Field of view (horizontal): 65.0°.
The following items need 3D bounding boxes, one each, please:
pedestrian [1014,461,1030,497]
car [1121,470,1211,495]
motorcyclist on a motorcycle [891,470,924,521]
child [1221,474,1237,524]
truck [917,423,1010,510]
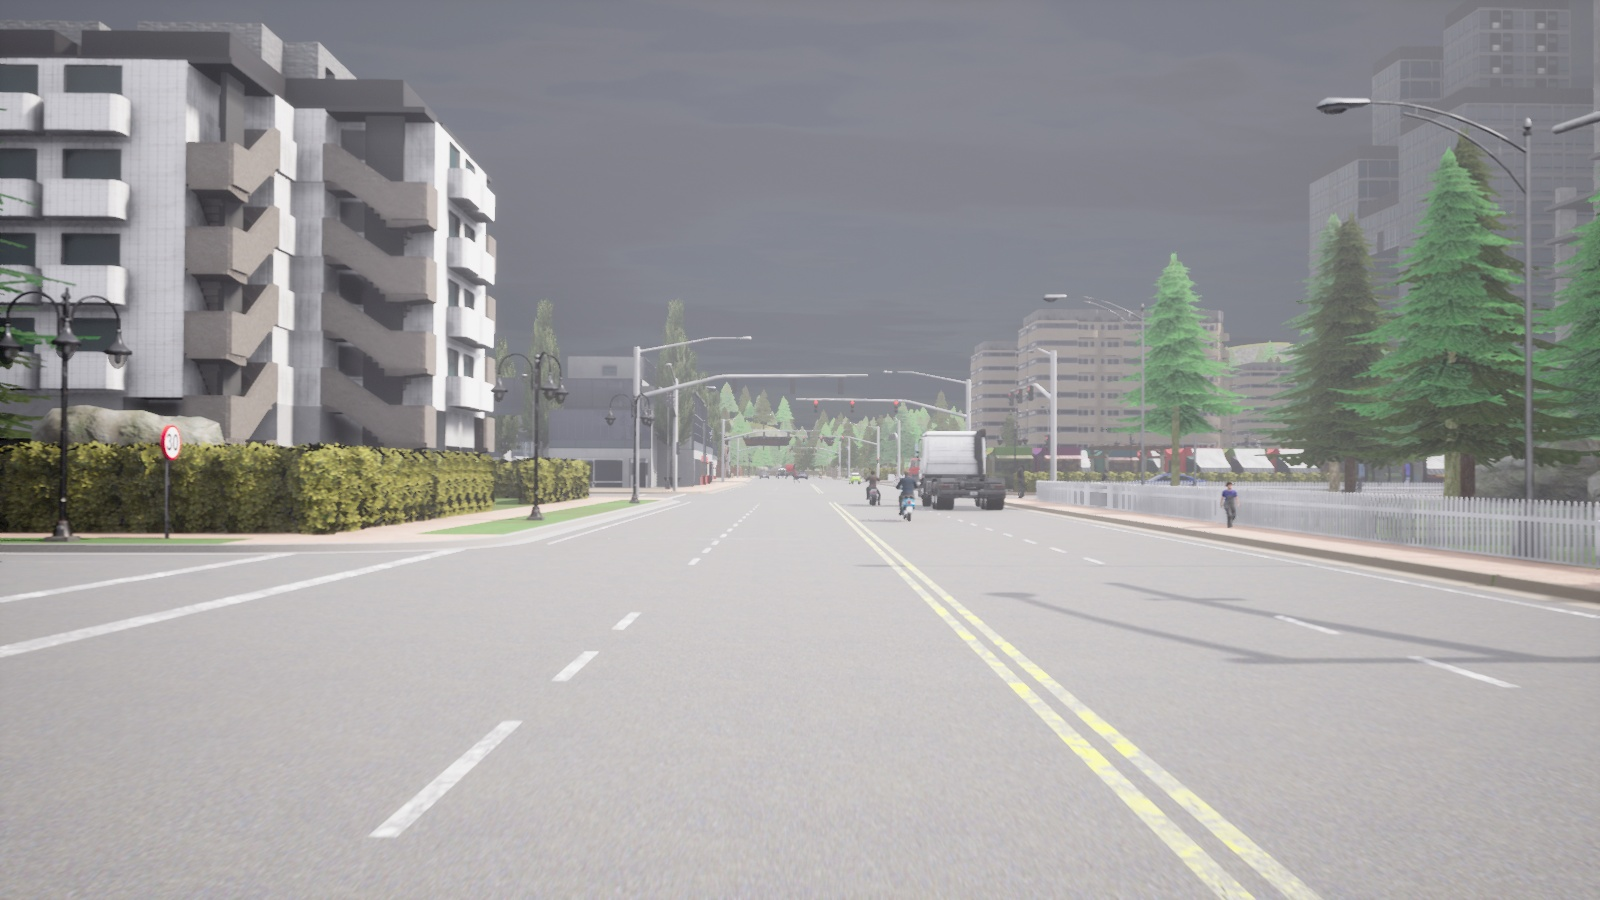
[{"bbox_3d":[11.612,1.528,65.789,0.720,1.854,0.376,0,-1,-20],"label":"pedestrian"},{"bbox_3d":[22.640,2.003,77.733,5.008,1.535,1.882,0,-1,-2],"label":"car"},{"bbox_3d":[3.402,1.422,39.901,0.866,1.590,1.817,0,-1,0],"label":"motorcyclist on a motorcycle"},{"bbox_3d":[10.947,1.246,32.048,0.270,1.263,0.437,0,-1,0],"label":"child"},{"bbox_3d":[6.874,0.708,53.936,2.891,3.462,7.936,0,-1,0],"label":"truck"}]
